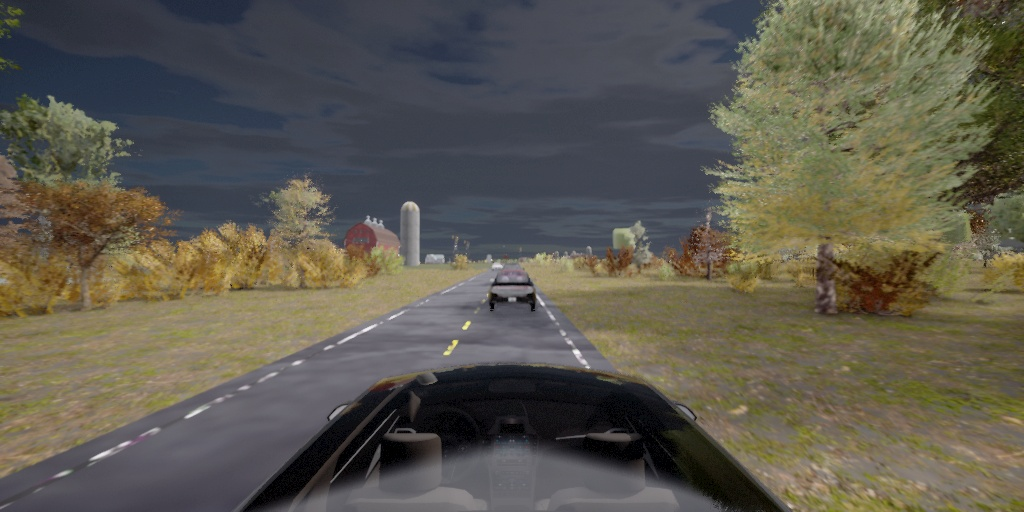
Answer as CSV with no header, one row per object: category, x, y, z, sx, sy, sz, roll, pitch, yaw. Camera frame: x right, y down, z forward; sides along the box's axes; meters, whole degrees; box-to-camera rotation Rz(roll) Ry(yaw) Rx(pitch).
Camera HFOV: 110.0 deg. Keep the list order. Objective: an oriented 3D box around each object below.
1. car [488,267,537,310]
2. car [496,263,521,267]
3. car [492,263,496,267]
car,0.027,1.389,15.411,2.128,1.511,4.902,0,0,0
car,0.036,1.409,30.345,2.097,1.767,4.553,0,-1,0
car,-2.743,1.974,65.274,1.812,1.442,4.674,0,-1,1
